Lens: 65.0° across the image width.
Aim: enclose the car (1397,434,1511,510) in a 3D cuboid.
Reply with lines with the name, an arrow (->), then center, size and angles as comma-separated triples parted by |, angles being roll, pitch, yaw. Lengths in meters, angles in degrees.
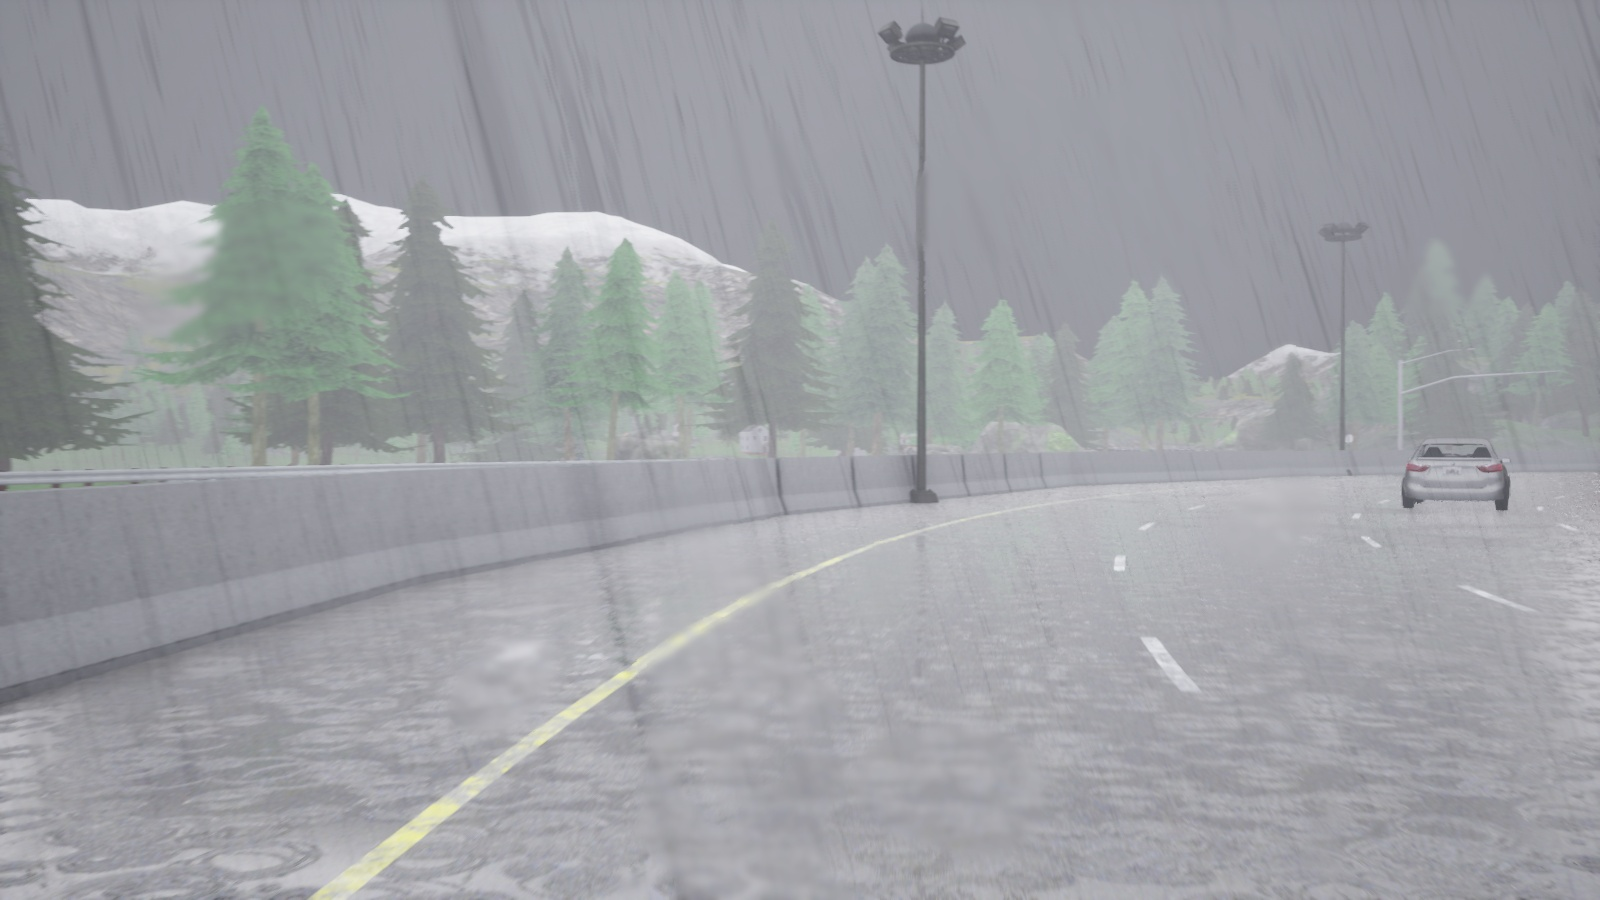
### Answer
car -> 15.697, 0.475, 30.019 | 2.242, 1.667, 4.611 | 0, 0, 30
